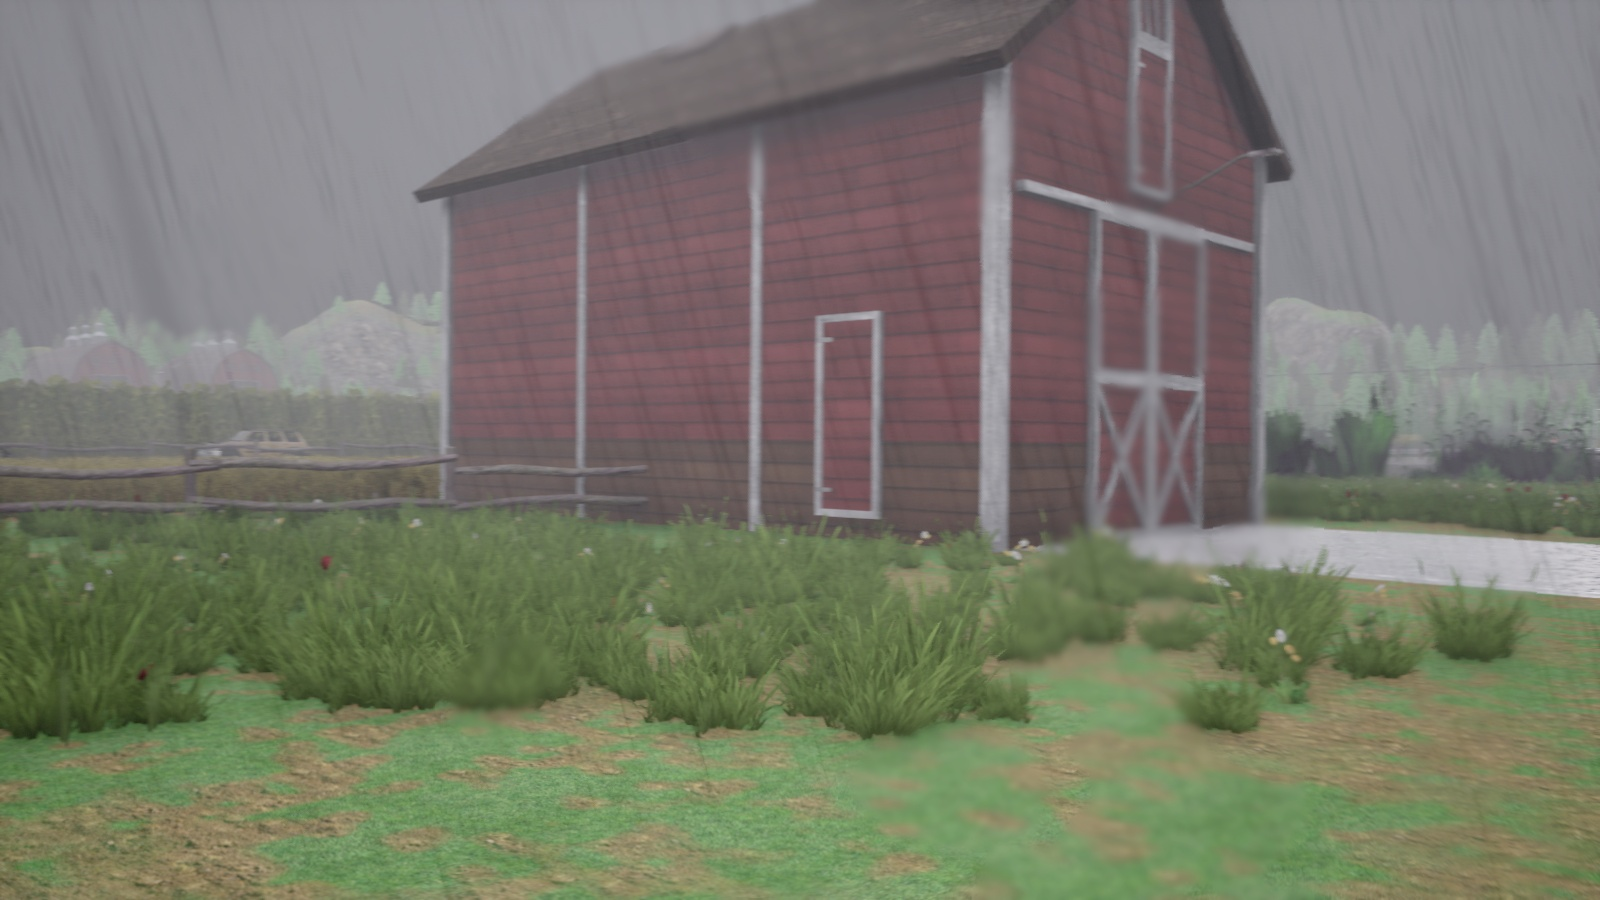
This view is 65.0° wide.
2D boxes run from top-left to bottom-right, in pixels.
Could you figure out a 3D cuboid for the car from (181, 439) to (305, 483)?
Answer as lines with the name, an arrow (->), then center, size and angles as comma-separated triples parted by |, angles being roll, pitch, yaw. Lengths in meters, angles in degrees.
car -> -24.728, 0.458, 55.836 | 1.932, 1.855, 4.605 | 0, 1, 43
